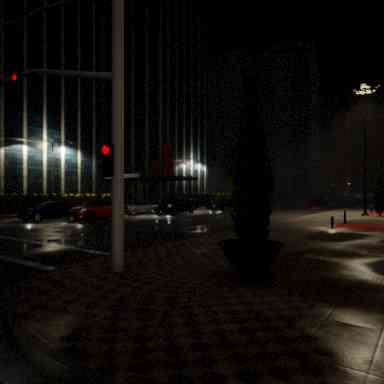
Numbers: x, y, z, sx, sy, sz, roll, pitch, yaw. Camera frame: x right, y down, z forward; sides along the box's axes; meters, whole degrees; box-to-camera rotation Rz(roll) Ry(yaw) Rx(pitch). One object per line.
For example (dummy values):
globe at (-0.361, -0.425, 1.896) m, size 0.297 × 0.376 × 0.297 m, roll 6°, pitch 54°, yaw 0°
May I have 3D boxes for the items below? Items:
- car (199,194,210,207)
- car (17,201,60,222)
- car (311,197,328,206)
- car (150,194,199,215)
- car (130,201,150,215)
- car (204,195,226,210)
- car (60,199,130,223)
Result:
car at (0.539, 1.221, 43.485) m, size 2.150 × 2.045 × 5.566 m, roll 0°, pitch 0°, yaw 35°
car at (-11.255, 1.478, 26.586) m, size 1.882 × 1.535 × 5.008 m, roll 0°, pitch 0°, yaw 35°
car at (20.488, 1.505, 53.430) m, size 1.837 × 1.490 × 4.892 m, roll 0°, pitch 0°, yaw 35°
car at (-1.731, 1.352, 34.126) m, size 2.097 × 1.767 × 4.553 m, roll 0°, pitch 0°, yaw 35°
car at (-5.593, 1.601, 34.712) m, size 1.895 × 1.301 × 4.718 m, roll 0°, pitch 0°, yaw 35°
car at (4.109, 1.492, 42.483) m, size 2.128 × 1.511 × 4.902 m, roll 0°, pitch 0°, yaw 35°
car at (-7.420, 1.352, 25.965) m, size 2.097 × 1.767 × 4.553 m, roll 0°, pitch 0°, yaw 35°
